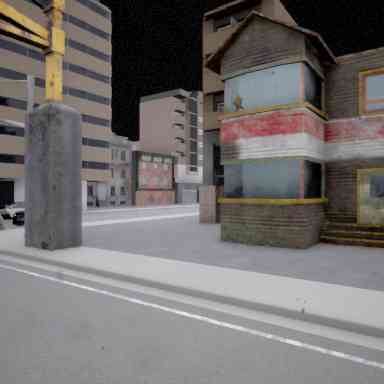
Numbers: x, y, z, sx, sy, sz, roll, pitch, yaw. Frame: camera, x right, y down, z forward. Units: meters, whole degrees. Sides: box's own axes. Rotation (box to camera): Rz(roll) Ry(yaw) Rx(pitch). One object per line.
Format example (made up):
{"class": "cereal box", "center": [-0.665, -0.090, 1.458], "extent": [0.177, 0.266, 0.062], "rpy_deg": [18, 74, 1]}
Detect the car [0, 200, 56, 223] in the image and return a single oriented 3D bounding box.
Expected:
{"class": "car", "center": [-13.287, 1.453, 25.671], "extent": [4.974, 1.542, 2.038], "rpy_deg": [0, 0, -30]}

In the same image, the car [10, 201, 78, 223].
{"class": "car", "center": [-10.071, 1.295, 23.047], "extent": [1.853, 1.218, 4.536], "rpy_deg": [0, 0, 15]}

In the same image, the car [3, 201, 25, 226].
{"class": "car", "center": [-10.085, 1.453, 22.997], "extent": [2.038, 1.542, 4.974], "rpy_deg": [0, 0, 15]}

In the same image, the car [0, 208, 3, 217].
{"class": "car", "center": [-13.242, 1.295, 25.697], "extent": [4.536, 1.218, 1.853], "rpy_deg": [0, 0, -30]}
